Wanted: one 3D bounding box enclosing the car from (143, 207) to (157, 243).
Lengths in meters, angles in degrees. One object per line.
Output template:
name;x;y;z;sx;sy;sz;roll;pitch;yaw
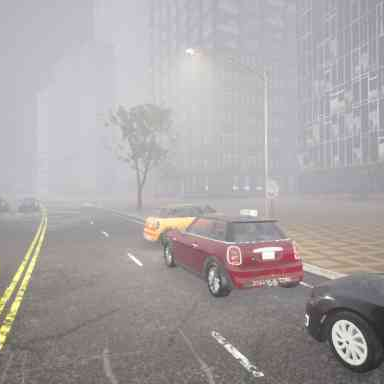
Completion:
car;0.234;1.279;14.533;4.553;1.767;2.097;-3;1;-24

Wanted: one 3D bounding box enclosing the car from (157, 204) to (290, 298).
car;0.788;1.355;8.946;2.097;1.767;4.553;0;0;-23

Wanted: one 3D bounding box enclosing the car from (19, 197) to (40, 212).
car;-19.210;1.393;39.309;2.097;1.767;4.553;0;0;-25

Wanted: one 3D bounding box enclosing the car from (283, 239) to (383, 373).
car;3.572;1.505;3.507;1.837;1.490;4.892;0;0;-36

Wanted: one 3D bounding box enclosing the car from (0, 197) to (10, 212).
car;-22.167;1.390;37.960;2.097;1.767;4.553;0;0;-25
